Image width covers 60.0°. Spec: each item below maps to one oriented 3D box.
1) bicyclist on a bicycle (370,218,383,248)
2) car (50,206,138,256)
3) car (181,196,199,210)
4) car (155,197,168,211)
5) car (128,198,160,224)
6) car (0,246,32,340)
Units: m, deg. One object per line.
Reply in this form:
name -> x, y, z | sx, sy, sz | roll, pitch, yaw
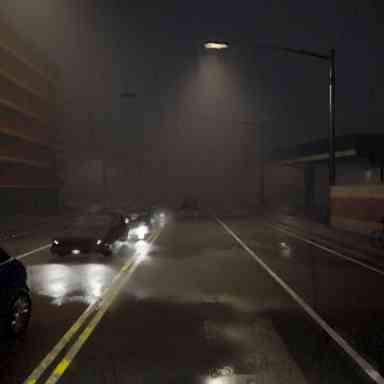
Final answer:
bicyclist on a bicycle -> 7.288, 1.252, 12.065 | 1.656, 1.620, 0.582 | 0, 0, 0
car -> -3.706, 1.509, 13.225 | 2.033, 1.411, 5.357 | 0, 0, -1
car -> -0.265, 1.218, 41.020 | 2.097, 1.767, 4.553 | 0, 0, 0
car -> -3.847, 1.370, 39.194 | 2.128, 1.511, 4.902 | 0, 0, 0
car -> -3.791, 1.416, 24.103 | 2.128, 1.511, 4.902 | 0, 0, 0
car -> -3.622, 1.345, 3.453 | 2.097, 1.767, 4.553 | 0, 0, 0
